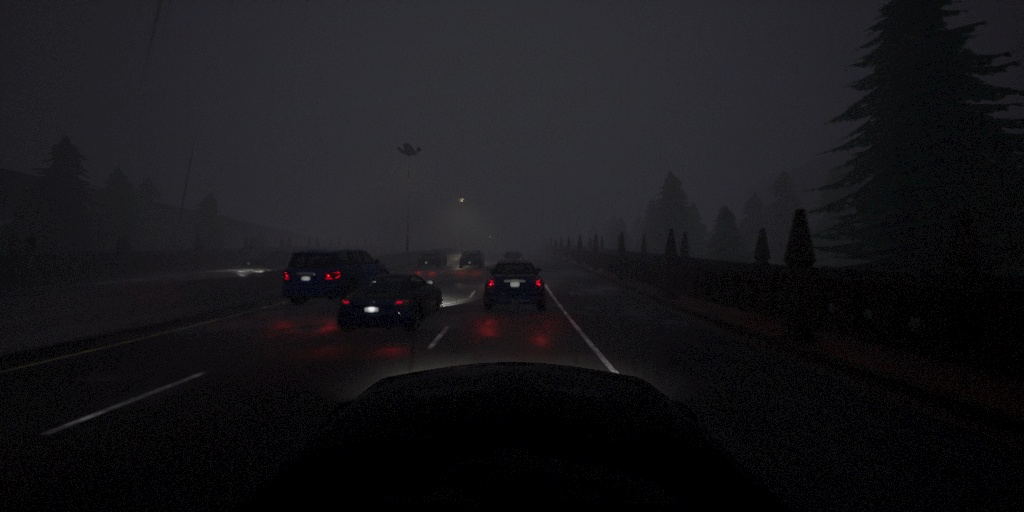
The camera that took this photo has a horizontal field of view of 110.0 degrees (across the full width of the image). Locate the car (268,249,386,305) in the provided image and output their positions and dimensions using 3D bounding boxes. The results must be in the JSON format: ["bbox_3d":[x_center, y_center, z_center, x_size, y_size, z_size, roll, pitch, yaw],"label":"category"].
[{"bbox_3d":[-6.902,0.723,14.685,2.150,2.045,5.566,0,3,0],"label":"car"}]

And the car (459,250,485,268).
[{"bbox_3d":[-3.403,0.216,31.305,2.128,1.511,4.902,0,3,0],"label":"car"}]

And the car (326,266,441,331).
[{"bbox_3d":[-3.401,1.211,10.683,1.994,1.385,4.181,0,2,0],"label":"car"}]

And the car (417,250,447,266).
[{"bbox_3d":[-6.903,0.216,31.315,2.128,1.511,4.902,0,3,0],"label":"car"}]

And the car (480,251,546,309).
[{"bbox_3d":[0.098,0.883,13.971,2.097,1.767,4.553,0,2,0],"label":"car"}]

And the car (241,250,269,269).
[{"bbox_3d":[-21.099,0.237,31.134,1.837,1.490,4.892,0,3,0],"label":"car"}]

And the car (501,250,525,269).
[{"bbox_3d":[0.096,0.270,31.687,1.994,1.385,4.181,0,3,0],"label":"car"}]
